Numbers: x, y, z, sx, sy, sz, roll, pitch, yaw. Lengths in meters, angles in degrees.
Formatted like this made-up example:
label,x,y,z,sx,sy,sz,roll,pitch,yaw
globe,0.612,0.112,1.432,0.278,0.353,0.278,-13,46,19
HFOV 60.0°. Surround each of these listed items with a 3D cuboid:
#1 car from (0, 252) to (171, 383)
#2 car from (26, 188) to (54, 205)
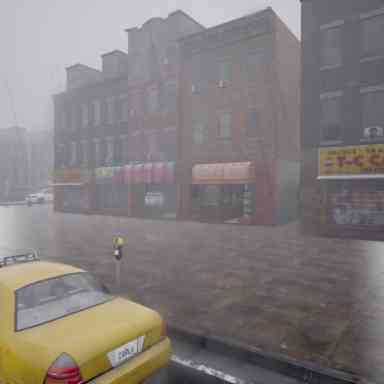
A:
label,x,y,z,sx,sy,sz,roll,pitch,yaw
car,-2.518,1.525,4.608,4.829,1.417,1.752,0,0,36
car,-19.164,0.548,44.525,2.150,2.045,5.566,0,2,35
